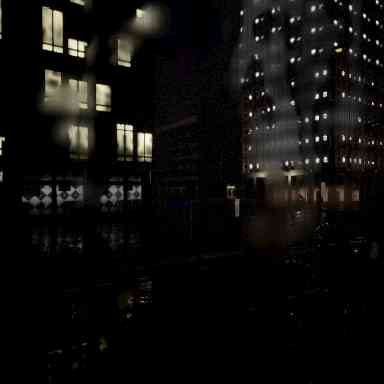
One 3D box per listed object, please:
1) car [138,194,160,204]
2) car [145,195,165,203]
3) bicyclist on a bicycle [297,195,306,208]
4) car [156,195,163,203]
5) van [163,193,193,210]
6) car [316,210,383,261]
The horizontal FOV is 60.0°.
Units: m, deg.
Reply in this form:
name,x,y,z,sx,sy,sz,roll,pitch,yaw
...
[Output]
name,x,y,z,sx,sy,sz,roll,pitch,yaw
car,-7.817,1.204,59.876,1.882,1.535,5.008,-1,1,-34
car,-6.996,1.238,63.289,1.887,1.381,4.507,0,0,-34
bicyclist on a bicycle,12.917,1.117,39.213,1.656,1.620,0.582,-1,1,-34
car,-3.883,1.035,58.707,2.192,1.841,5.009,0,0,-34
van,-1.474,1.210,40.252,1.690,1.788,3.998,0,0,-34
car,6.692,1.472,12.483,5.008,1.535,1.882,0,0,-36
